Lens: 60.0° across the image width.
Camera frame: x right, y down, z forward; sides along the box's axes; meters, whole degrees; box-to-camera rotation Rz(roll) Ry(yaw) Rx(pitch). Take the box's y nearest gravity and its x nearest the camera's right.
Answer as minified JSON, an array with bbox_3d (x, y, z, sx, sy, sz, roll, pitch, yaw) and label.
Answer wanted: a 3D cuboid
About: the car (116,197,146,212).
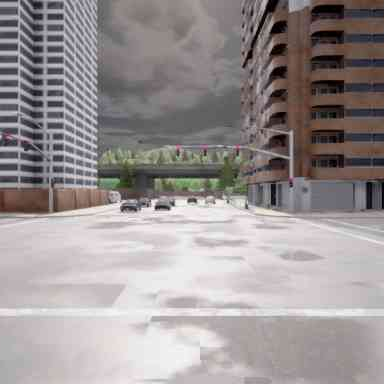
[{"bbox_3d":[-7.127,1.547,39.369,2.033,1.411,5.357,0,0,0],"label":"car"}]

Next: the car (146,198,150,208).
[{"bbox_3d":[-7.124,1.547,49.722,2.033,1.411,5.357,0,0,0],"label":"car"}]

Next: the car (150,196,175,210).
[{"bbox_3d":[-3.628,1.547,42.242,2.033,1.411,5.357,0,0,0],"label":"car"}]

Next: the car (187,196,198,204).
[{"bbox_3d":[0.056,1.505,63.229,1.837,1.490,4.892,0,0,0],"label":"car"}]

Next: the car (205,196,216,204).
[{"bbox_3d":[3.455,1.525,63.109,1.812,1.442,4.674,0,0,0],"label":"car"}]
